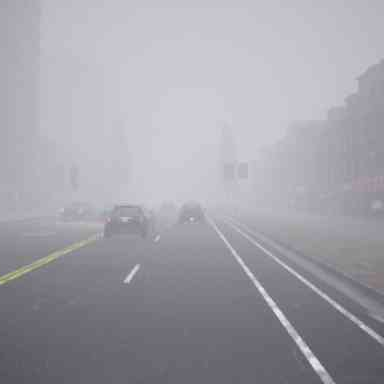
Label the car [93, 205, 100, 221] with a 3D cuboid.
[{"bbox_3d":[-6.727,1.654,29.042,1.882,1.535,5.008,0,-1,0],"label":"car"}]

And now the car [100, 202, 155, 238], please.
[{"bbox_3d":[-3.232,1.415,18.136,2.097,1.767,4.553,0,0,0],"label":"car"}]

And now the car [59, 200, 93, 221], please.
[{"bbox_3d":[-9.980,1.547,29.417,2.097,1.767,4.553,0,-1,0],"label":"car"}]

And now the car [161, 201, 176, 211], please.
[{"bbox_3d":[-3.375,1.977,47.440,1.812,1.442,4.674,0,-1,0],"label":"car"}]

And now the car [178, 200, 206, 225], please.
[{"bbox_3d":[-0.018,1.611,25.225,1.837,1.490,4.892,0,0,0],"label":"car"}]

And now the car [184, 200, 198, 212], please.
[{"bbox_3d":[-0.123,1.932,46.906,1.837,1.490,4.892,0,-1,0],"label":"car"}]
